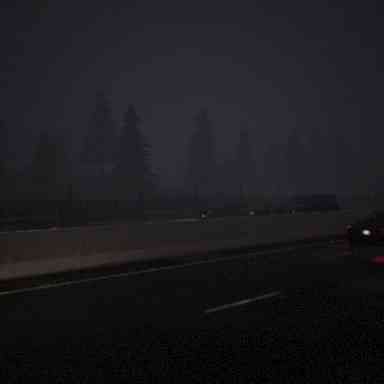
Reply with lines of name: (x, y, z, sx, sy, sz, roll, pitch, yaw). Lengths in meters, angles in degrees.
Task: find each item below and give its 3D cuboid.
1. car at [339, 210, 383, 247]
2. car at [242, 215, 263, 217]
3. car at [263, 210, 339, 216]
car: (8.318, 1.517, 13.896, 4.181, 1.385, 1.994, 0, 0, -35)
car: (5.435, 1.459, 24.957, 4.674, 1.442, 1.812, 0, 0, -35)
car: (7.640, 1.155, 22.229, 5.566, 2.045, 2.150, 0, 0, -35)
